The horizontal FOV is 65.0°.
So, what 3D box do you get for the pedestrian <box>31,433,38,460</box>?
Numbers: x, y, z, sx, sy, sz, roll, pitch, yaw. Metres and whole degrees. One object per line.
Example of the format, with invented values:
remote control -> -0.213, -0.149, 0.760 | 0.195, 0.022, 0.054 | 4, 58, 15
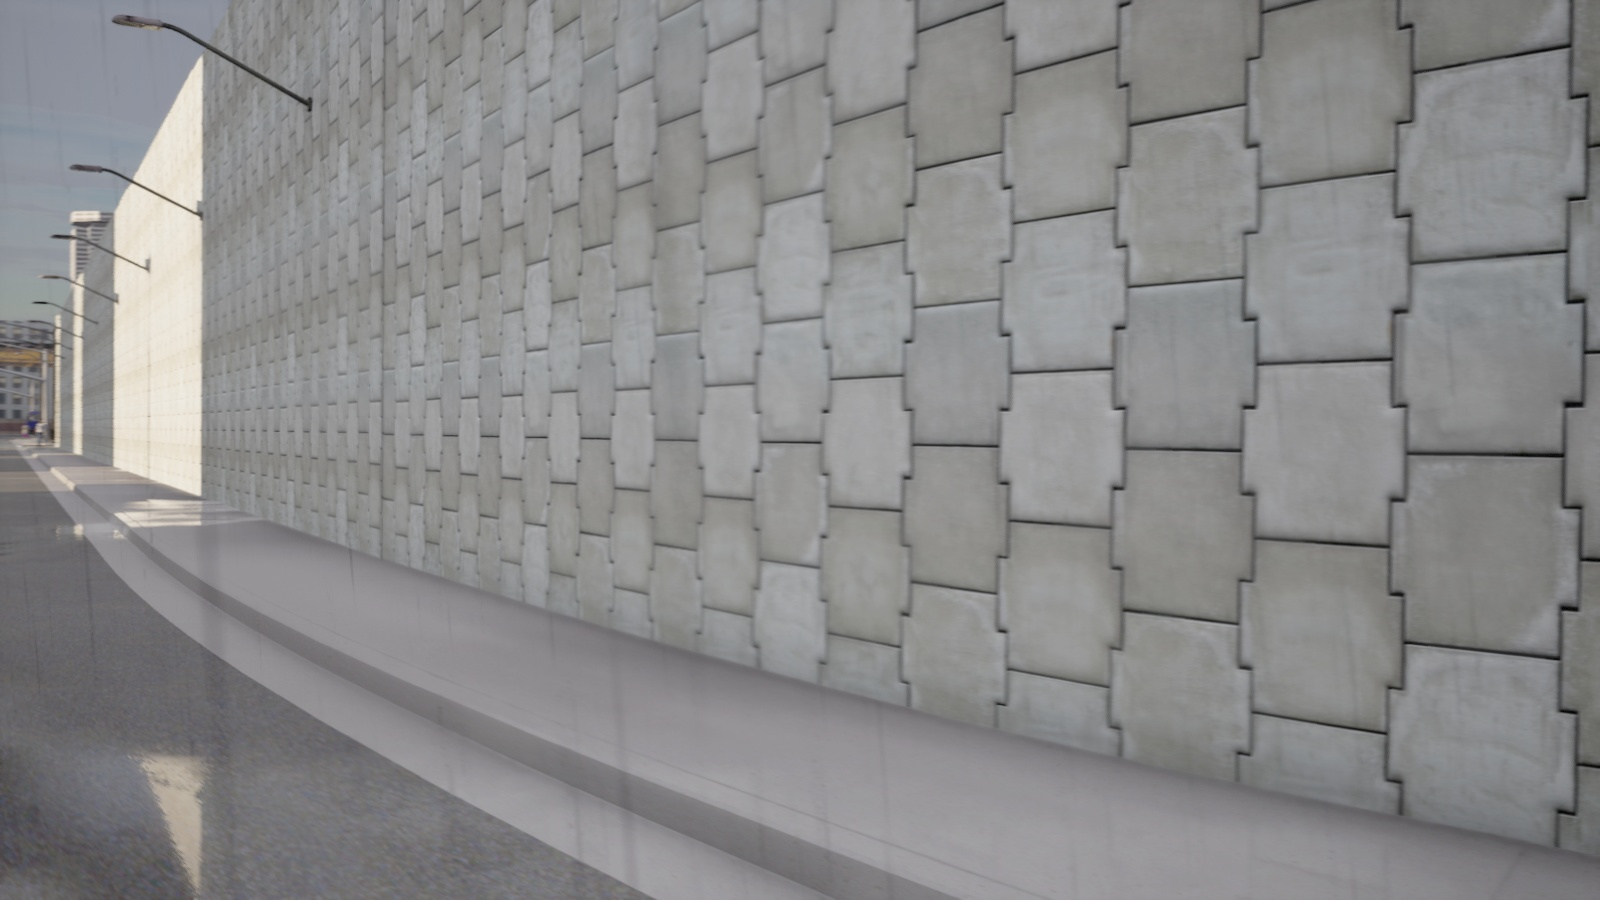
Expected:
pedestrian -> -51.144, -0.241, 83.911 | 0.354, 1.836, 0.706 | -1, 1, -33
